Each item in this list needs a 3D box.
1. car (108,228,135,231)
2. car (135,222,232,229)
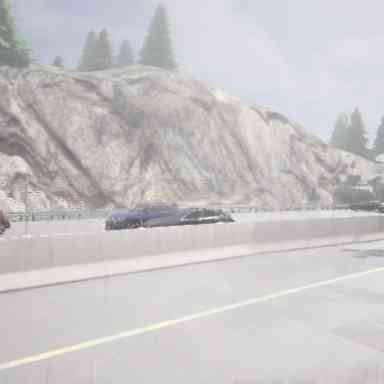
[{"bbox_3d":[-2.578,1.385,19.131,4.553,1.767,2.097,0,0,-34],"label":"car"},{"bbox_3d":[-0.082,1.539,16.610,4.892,1.490,1.837,0,0,-34],"label":"car"}]
